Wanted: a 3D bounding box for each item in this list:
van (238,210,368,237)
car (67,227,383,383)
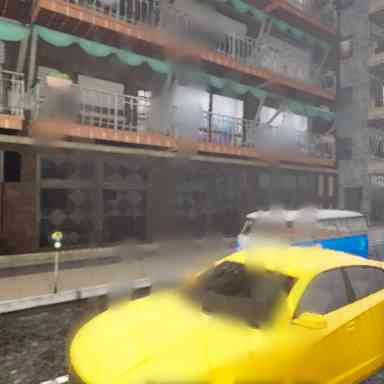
[{"bbox_3d":[2.928,1.375,8.632,3.998,1.788,1.690,0,1,-36],"label":"van"},{"bbox_3d":[1.087,1.493,4.157,5.008,1.535,1.882,0,0,-36],"label":"car"}]
